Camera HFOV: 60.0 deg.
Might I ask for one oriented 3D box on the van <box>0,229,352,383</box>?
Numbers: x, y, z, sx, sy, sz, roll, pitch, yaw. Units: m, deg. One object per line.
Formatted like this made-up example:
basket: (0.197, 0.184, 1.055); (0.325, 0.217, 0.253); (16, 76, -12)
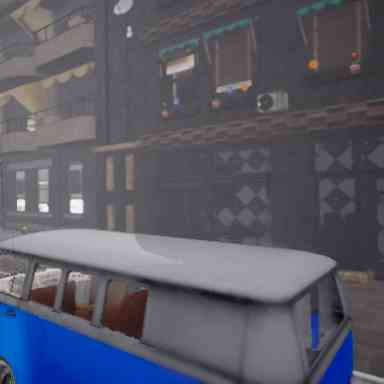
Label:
van: (-0.562, 1.347, 3.292); (3.998, 1.788, 1.690); (0, -1, 36)
